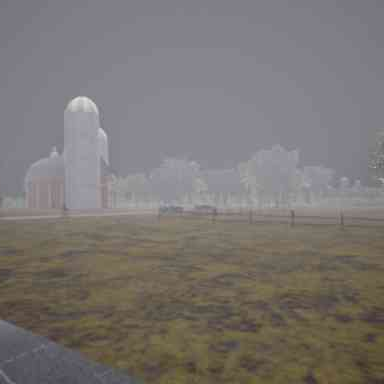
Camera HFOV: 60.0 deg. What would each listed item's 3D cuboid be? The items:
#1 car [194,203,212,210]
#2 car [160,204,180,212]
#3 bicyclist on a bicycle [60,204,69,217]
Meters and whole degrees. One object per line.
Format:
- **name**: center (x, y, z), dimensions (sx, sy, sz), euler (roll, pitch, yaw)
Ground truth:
- **car**: center (2.356, 3.035, 70.639), dimensions (1.882, 1.535, 5.008), euler (-2, -3, 35)
- **car**: center (-3.800, 2.918, 61.928), dimensions (1.882, 1.535, 5.008), euler (-2, -3, 36)
- **bicyclist on a bicycle**: center (-15.462, 2.276, 40.318), dimensions (1.656, 1.620, 0.582), euler (-1, -2, 35)
